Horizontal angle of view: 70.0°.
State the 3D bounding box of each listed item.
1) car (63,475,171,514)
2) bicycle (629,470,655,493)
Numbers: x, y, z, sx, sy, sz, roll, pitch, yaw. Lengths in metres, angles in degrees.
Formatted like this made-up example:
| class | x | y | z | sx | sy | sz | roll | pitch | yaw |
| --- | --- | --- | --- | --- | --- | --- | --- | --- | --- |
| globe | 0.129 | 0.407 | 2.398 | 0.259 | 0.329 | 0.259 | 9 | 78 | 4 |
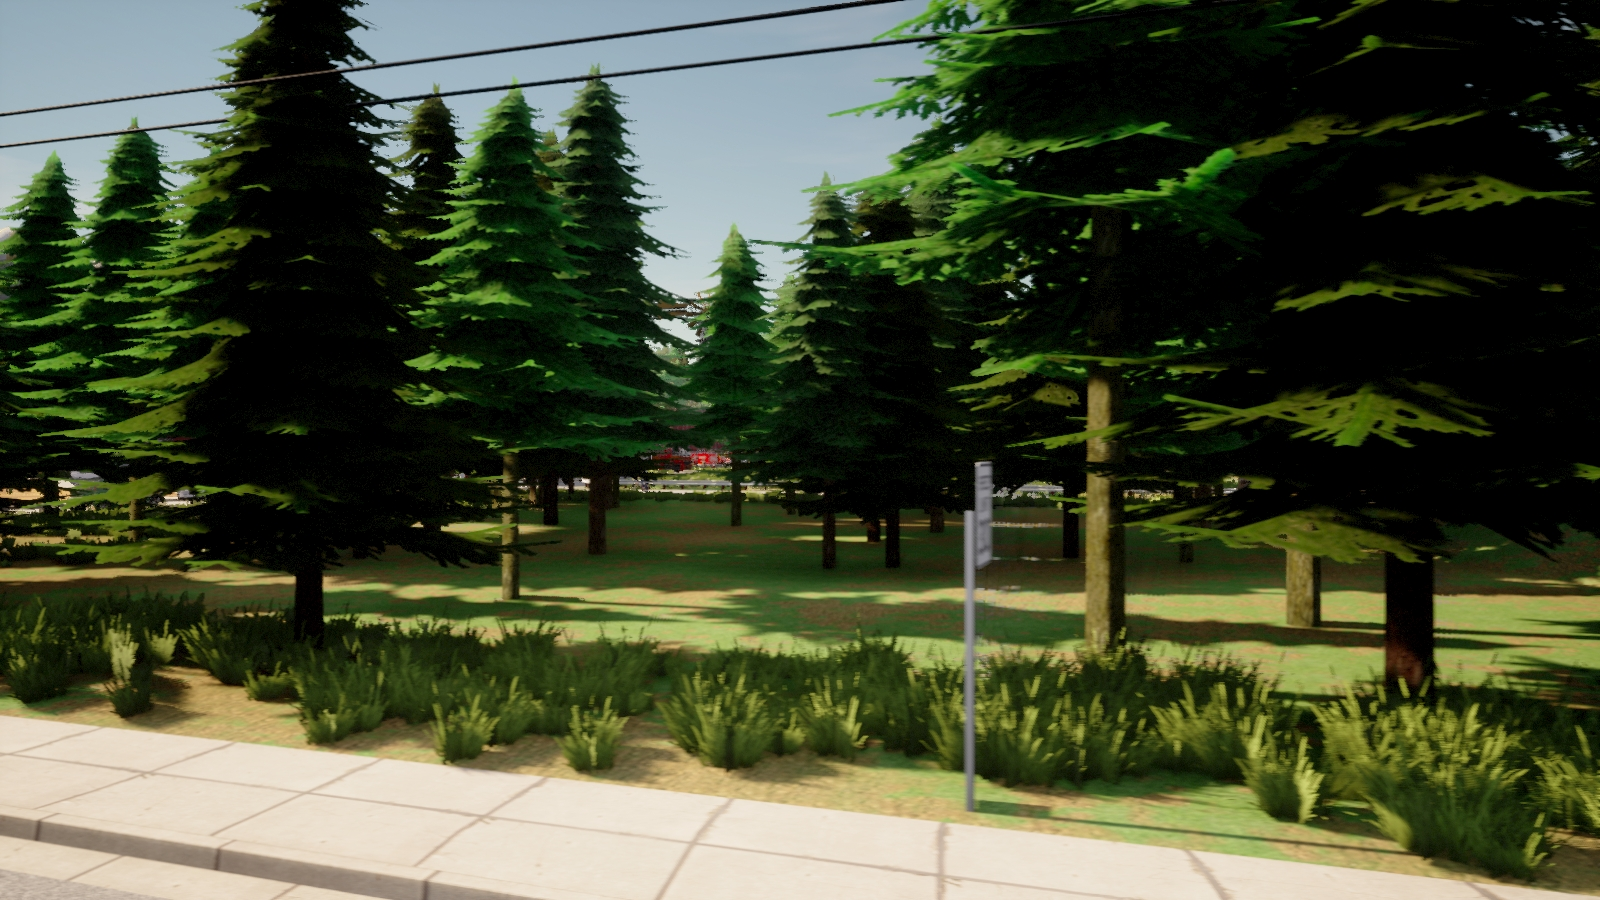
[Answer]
| class | x | y | z | sx | sy | sz | roll | pitch | yaw |
| --- | --- | --- | --- | --- | --- | --- | --- | --- | --- |
| car | -31.078 | 2.000 | 52.125 | 1.851 | 1.617 | 3.988 | 0 | 0 | 19 |
| bicycle | -10.122 | 2.029 | 73.291 | 1.643 | 1.496 | 0.373 | 0 | 0 | 10 |
